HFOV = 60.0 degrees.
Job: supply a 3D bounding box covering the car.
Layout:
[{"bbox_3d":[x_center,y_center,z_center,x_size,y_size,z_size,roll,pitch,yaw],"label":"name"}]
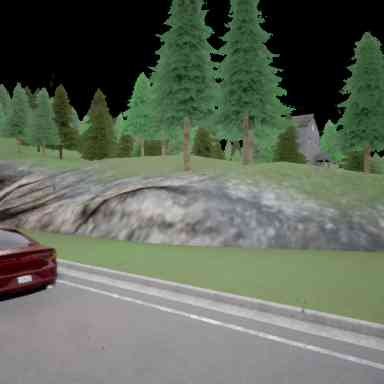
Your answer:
[{"bbox_3d":[-5.135,1.477,7.658,5.008,1.535,1.882,0,0,36],"label":"car"}]
